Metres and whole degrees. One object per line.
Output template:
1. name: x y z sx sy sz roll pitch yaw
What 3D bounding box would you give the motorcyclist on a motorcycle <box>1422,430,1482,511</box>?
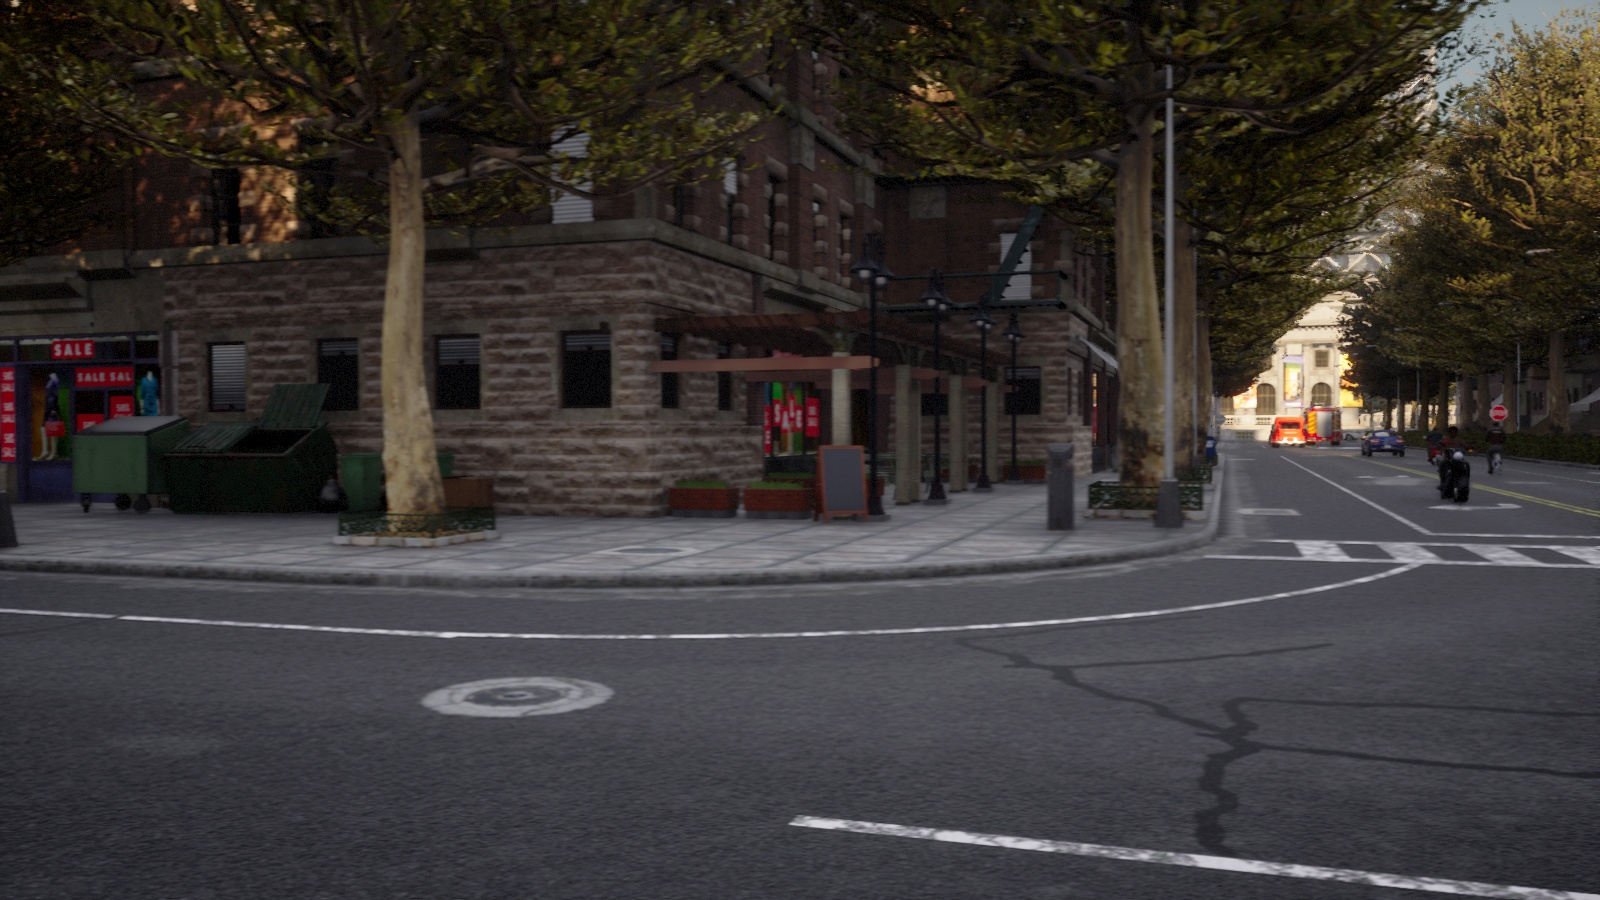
1. motorcyclist on a motorcycle: 13.888 0.400 26.807 0.766 1.649 2.350 1 1 19

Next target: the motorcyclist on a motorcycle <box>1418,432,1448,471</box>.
1. motorcyclist on a motorcycle: 26.118 0.048 51.826 0.866 1.590 1.817 1 1 19

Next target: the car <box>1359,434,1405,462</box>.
1. car: 32.041 -0.135 69.189 1.812 1.442 4.674 1 1 19
